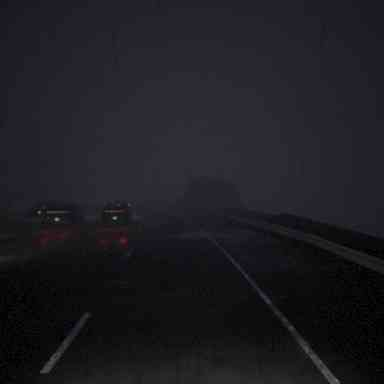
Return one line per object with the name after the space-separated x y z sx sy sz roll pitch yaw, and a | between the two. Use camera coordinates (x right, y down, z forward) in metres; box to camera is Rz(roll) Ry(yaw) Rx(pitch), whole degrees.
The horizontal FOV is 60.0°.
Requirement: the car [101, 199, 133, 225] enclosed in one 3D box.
-5.321 1.473 23.893 2.128 1.511 4.902 0 0 -8 | car

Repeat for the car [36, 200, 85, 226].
-8.739 1.482 23.103 2.128 1.511 4.902 0 0 -8 | car

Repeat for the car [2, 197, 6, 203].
-30.860 1.548 55.108 2.033 1.411 5.357 0 0 -19 | car

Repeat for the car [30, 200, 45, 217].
-13.537 1.496 30.918 1.837 1.490 4.892 0 0 -10 | car

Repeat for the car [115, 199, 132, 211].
-8.508 1.568 41.103 1.895 1.301 4.718 0 0 -13 | car
